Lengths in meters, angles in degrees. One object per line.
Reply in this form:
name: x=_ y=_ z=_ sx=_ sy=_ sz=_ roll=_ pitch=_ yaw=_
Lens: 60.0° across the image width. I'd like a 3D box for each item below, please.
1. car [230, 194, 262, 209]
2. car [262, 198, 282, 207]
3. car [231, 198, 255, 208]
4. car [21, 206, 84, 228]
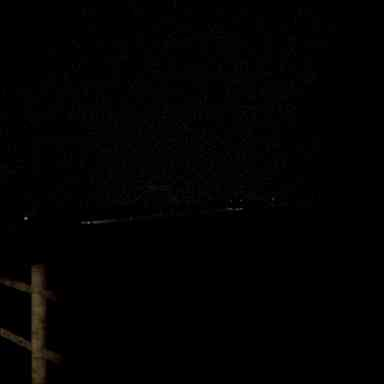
car: x=7.513 y=1.381 z=47.822 sx=2.150 sy=2.045 sz=5.566 roll=-3 pitch=-2 yaw=36
car: x=13.567 y=1.718 z=56.335 sx=2.033 sy=1.411 sz=5.357 roll=-3 pitch=-2 yaw=36
car: x=8.274 y=1.816 z=53.664 sx=1.837 sy=1.490 sz=4.892 roll=-3 pitch=-2 yaw=36
car: x=-9.827 y=1.710 z=23.642 sx=1.994 sy=1.385 sz=4.181 roll=-3 pitch=-2 yaw=36
